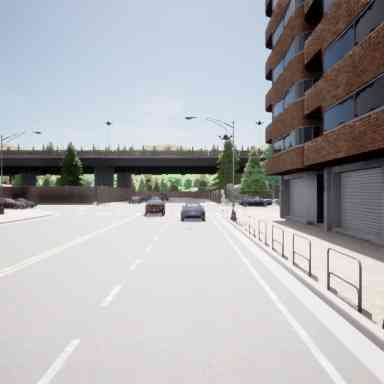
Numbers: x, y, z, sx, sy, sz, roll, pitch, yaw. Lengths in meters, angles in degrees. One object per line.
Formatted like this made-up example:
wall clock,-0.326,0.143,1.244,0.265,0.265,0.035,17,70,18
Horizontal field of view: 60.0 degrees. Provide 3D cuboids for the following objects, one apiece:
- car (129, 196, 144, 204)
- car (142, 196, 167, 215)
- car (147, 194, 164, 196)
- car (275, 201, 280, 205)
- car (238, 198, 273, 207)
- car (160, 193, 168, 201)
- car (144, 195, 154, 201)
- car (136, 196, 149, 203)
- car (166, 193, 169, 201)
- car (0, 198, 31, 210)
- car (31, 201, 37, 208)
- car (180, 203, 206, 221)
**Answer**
car,-10.555,1.526,62.269,1.812,1.442,4.674,0,0,0
car,-3.693,1.477,33.451,1.882,1.535,5.008,0,0,-4
car,-7.057,1.564,62.867,1.994,1.385,4.181,0,0,0
car,15.576,1.492,51.058,5.357,1.411,2.033,0,0,4
car,9.040,1.545,47.824,4.718,1.301,1.895,0,0,1
car,-7.000,1.540,72.095,2.033,1.411,5.357,0,0,0
car,-10.500,1.524,81.732,1.812,1.442,4.674,0,0,0
car,-10.500,1.553,70.818,1.994,1.385,4.181,0,0,0
car,-7.000,1.225,82.899,2.150,2.045,5.566,0,0,0
car,-22.696,1.470,40.594,4.674,1.442,1.812,0,0,0
car,-22.905,1.508,44.094,4.181,1.385,1.994,0,0,0
car,0.085,1.564,27.234,1.994,1.385,4.181,0,0,0
